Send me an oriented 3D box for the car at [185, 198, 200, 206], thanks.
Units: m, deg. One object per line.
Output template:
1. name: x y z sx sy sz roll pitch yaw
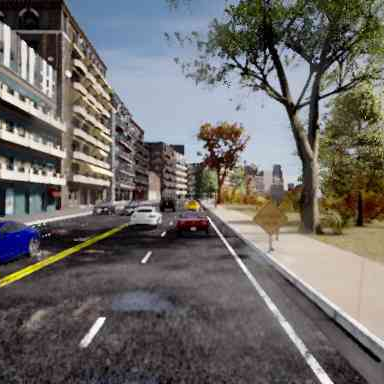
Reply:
1. car: -0.013 1.921 46.259 1.882 1.535 5.008 0 0 0

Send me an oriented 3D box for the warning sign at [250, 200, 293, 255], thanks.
1. warning sign: 2.827 1.230 11.974 1.300 1.860 1.060 -1 -1 0

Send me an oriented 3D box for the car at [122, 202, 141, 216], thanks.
1. car: -6.618 1.853 37.778 2.128 1.511 4.902 0 -1 0

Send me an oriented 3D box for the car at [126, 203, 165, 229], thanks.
1. car: -3.192 1.751 23.638 1.812 1.442 4.674 0 -1 0

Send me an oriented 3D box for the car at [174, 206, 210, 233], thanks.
1. car: 0.074 1.800 20.916 1.895 1.301 4.718 0 -1 0

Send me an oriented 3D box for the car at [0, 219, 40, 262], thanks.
1. car: -6.615 1.628 10.759 1.812 1.442 4.674 0 -1 0

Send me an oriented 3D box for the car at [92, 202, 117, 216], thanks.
1. car: -9.868 1.853 37.781 2.128 1.511 4.902 0 -1 0

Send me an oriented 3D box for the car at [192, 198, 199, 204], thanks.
1. car: 0.881 2.424 91.902 1.812 1.442 4.674 0 -1 0

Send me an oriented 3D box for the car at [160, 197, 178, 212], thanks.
1. car: -3.264 1.666 46.167 2.150 2.045 5.566 0 0 0

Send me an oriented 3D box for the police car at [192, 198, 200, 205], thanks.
1. police car: 0.874 2.224 82.069 1.930 1.638 5.238 0 -1 0
